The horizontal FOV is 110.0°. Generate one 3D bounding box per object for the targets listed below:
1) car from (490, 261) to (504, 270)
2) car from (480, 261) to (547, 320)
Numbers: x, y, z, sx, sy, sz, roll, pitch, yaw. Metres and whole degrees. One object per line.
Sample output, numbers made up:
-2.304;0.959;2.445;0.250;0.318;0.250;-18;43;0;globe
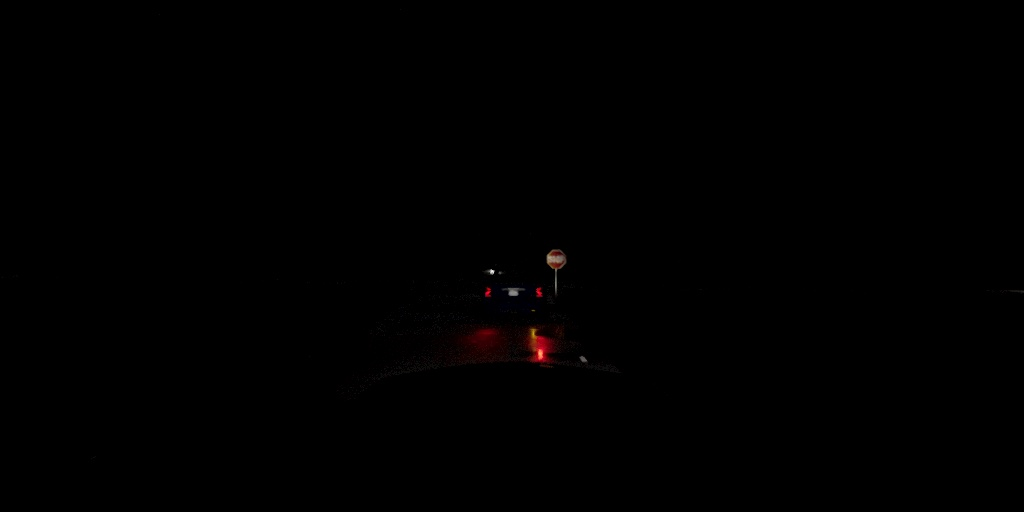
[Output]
-2.602;1.638;62.126;2.128;1.511;4.902;0;-1;1;car
0.119;1.147;12.978;2.097;1.767;4.553;0;0;2;car
